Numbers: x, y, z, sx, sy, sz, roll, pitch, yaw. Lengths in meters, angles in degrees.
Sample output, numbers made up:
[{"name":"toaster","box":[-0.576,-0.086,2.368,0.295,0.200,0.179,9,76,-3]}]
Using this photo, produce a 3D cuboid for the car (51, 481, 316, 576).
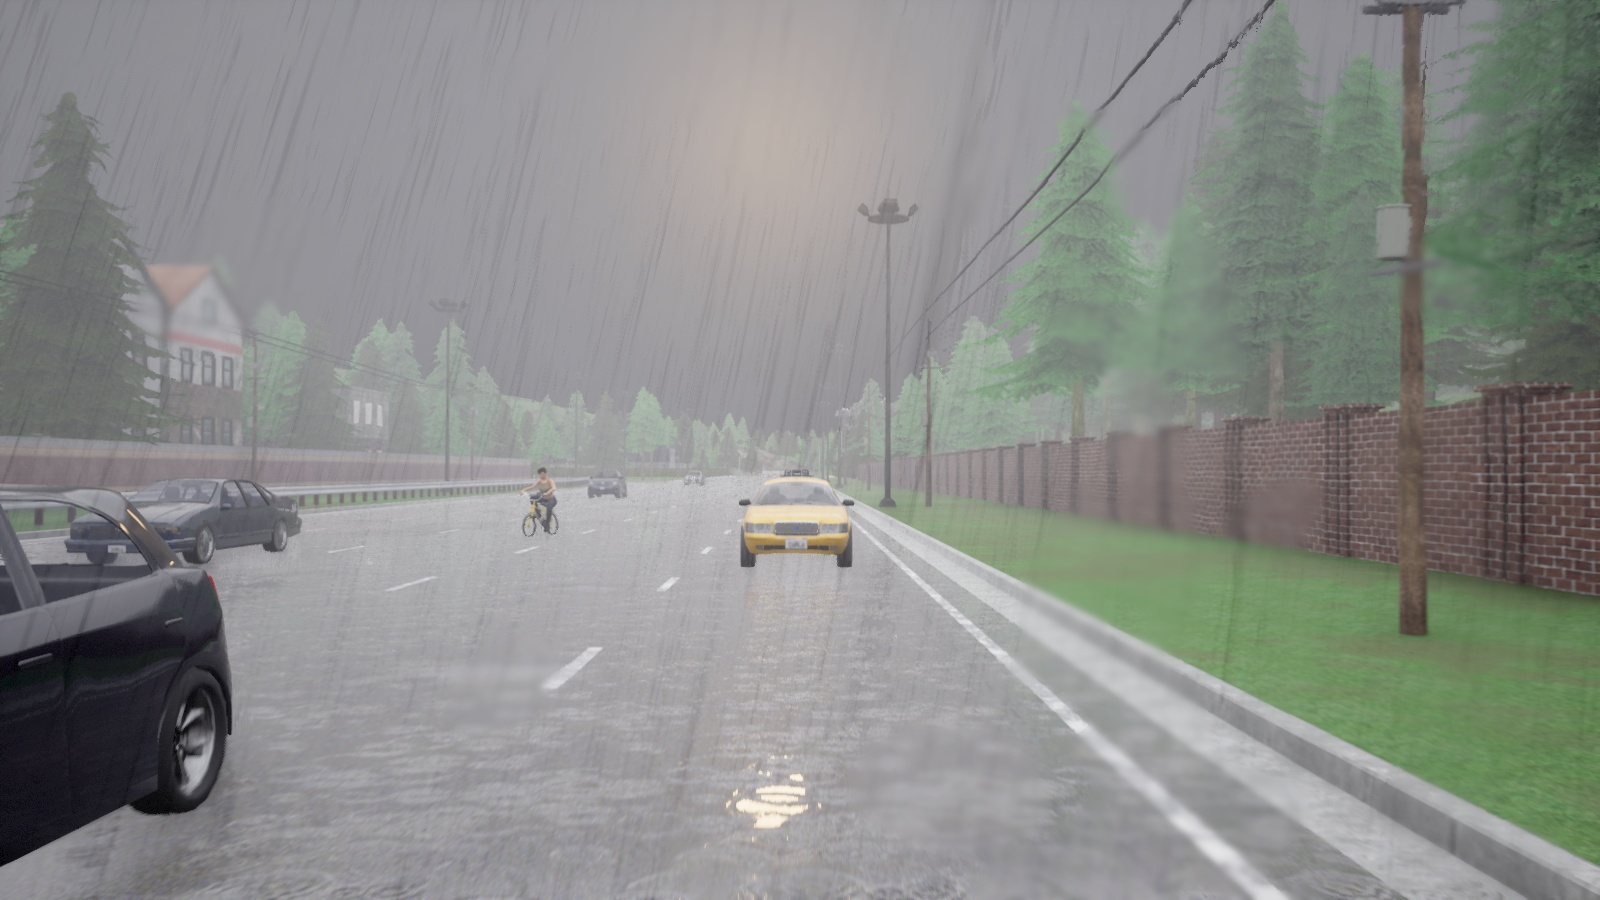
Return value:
[{"name":"car","box":[-10.552,1.273,22.076,2.033,1.411,5.357,0,-1,0]}]

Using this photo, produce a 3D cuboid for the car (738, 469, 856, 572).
[{"name":"car","box":[-0.052,1.120,21.958,1.801,1.575,5.366,0,-1,0]}]

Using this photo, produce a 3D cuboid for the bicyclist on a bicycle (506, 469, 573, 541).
[{"name":"bicyclist on a bicycle","box":[-6.062,1.264,29.271,0.866,1.612,1.509,-1,-1,21]}]

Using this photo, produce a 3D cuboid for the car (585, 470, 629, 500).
[{"name":"car","box":[-10.663,1.918,69.629,1.851,1.617,3.988,0,-1,0]}]

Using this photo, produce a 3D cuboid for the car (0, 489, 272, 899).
[{"name":"car","box":[-3.510,0.915,4.338,1.845,1.501,3.633,0,-1,0]}]
